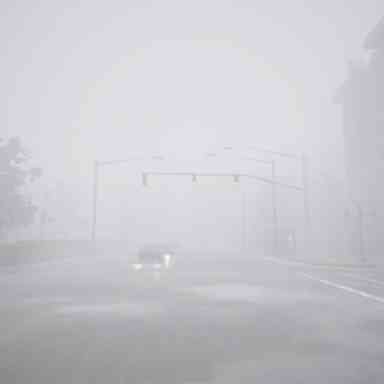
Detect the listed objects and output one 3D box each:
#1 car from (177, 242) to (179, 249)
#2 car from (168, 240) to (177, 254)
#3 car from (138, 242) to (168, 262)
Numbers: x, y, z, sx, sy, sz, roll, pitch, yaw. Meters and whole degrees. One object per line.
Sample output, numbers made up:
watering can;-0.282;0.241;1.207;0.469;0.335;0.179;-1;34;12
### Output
car;-3.338;9.313;58.768;1.882;1.535;5.008;0;-8;0
car;-3.475;7.074;42.350;2.128;1.511;4.902;0;-8;0
car;-3.518;5.292;29.440;1.882;1.535;5.008;0;-8;0
